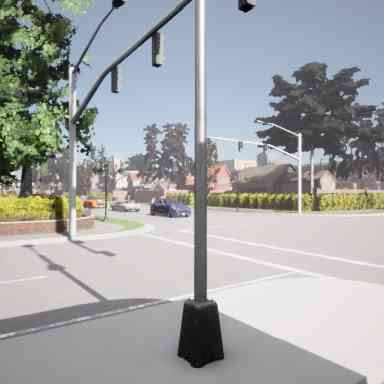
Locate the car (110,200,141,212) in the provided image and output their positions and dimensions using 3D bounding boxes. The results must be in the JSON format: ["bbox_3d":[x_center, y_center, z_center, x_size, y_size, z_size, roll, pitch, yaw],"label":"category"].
[{"bbox_3d":[-7.785,1.601,38.743,1.895,1.301,4.718,0,0,-36],"label":"car"}]

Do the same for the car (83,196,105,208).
[{"bbox_3d":[-13.672,1.352,46.885,2.097,1.767,4.553,0,0,-36],"label":"car"}]

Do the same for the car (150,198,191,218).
[{"bbox_3d":[-2.045,1.352,30.804,2.097,1.767,4.553,0,0,-36],"label":"car"}]
